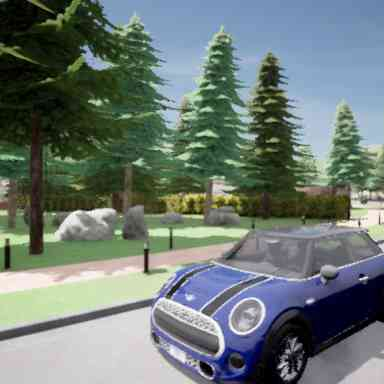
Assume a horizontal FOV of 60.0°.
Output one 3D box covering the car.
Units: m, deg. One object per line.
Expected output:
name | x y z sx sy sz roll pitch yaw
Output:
car | 1.568 1.386 5.493 4.553 1.767 2.097 0 0 -39
